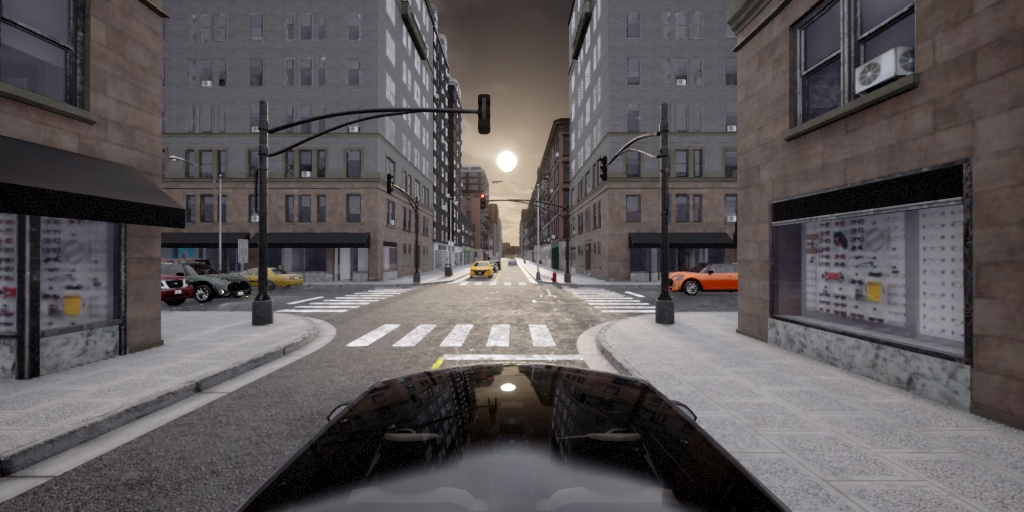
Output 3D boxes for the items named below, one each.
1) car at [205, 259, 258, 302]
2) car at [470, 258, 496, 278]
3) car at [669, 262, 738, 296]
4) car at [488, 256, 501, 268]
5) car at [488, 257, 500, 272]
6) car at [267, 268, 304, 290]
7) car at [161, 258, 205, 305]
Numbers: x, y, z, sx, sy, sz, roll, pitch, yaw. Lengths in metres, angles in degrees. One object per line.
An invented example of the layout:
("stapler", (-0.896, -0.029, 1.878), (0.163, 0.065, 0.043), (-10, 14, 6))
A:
("car", (-14.378, 1.084, 16.045), (4.553, 1.767, 2.097), (0, 0, 0))
("car", (-2.820, 1.223, 33.855), (1.882, 1.535, 5.008), (0, 0, 0))
("car", (10.436, 1.120, 18.983), (4.553, 1.767, 2.097), (0, 0, 1))
("car", (-2.799, 0.955, 54.851), (2.150, 2.045, 5.566), (0, 0, 0))
("car", (-2.814, 1.246, 44.258), (1.837, 1.490, 4.892), (0, 0, 0))
("car", (-15.234, 1.280, 21.531), (4.829, 1.417, 1.751), (0, 0, 0))
("car", (-15.090, 1.035, 13.505), (5.009, 1.841, 2.192), (0, 0, 0))
